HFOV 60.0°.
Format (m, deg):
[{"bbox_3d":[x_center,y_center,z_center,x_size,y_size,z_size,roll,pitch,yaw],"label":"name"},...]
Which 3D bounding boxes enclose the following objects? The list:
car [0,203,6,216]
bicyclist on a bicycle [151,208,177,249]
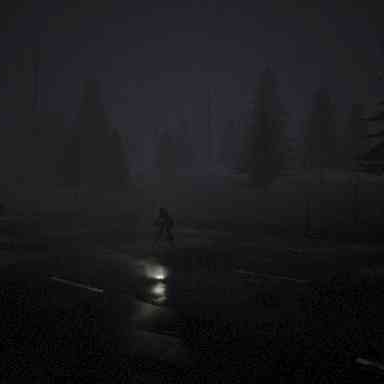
[{"bbox_3d":[-19.065,1.490,30.723,4.902,1.511,2.128,0,0,36],"label":"car"},{"bbox_3d":[-1.127,1.454,13.636,0.582,1.620,1.656,0,2,36],"label":"bicyclist on a bicycle"}]
